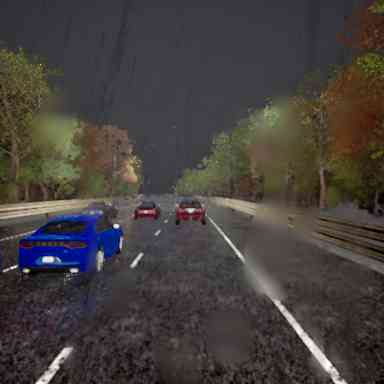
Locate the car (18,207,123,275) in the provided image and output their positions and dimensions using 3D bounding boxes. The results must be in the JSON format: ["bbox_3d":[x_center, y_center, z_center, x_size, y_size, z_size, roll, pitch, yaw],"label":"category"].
[{"bbox_3d":[-3.454,1.463,10.423,1.882,1.535,5.008,0,0,0],"label":"car"}]

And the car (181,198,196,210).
[{"bbox_3d":[-0.533,1.501,42.757,1.812,1.442,4.674,0,0,-1],"label":"car"}]

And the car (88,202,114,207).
[{"bbox_3d":[-7.147,1.528,26.188,2.033,1.411,5.357,0,0,-1],"label":"car"}]

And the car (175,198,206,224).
[{"bbox_3d":[-0.133,1.332,24.772,2.097,1.767,4.553,0,0,-1],"label":"car"}]

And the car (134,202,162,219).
[{"bbox_3d":[-3.701,1.543,28.457,1.994,1.385,4.181,0,0,-1],"label":"car"}]
